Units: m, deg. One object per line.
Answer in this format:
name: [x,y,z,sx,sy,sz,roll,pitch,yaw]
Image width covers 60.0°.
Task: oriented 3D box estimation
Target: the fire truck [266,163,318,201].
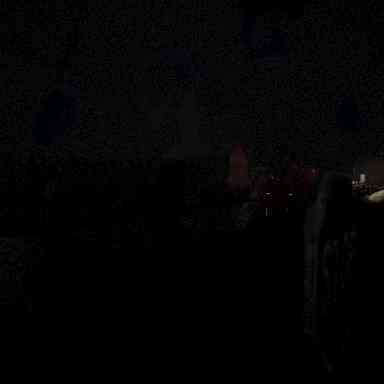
fire truck: [10.971,-1.100,35.883,2.891,3.827,8.468,2,3,36]
